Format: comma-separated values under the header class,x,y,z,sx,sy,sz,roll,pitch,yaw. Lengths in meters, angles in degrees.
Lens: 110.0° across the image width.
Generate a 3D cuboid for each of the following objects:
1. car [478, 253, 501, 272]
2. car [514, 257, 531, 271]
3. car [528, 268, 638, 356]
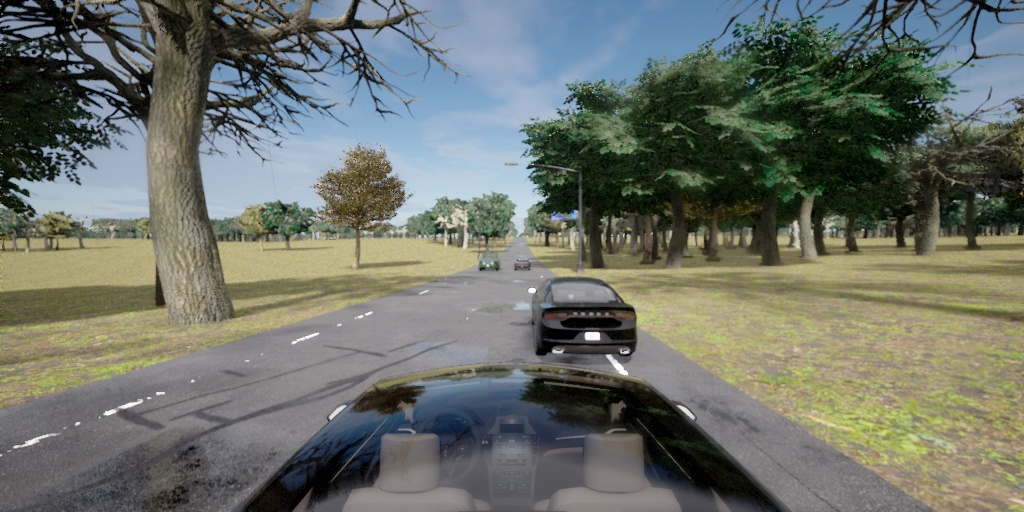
class,x,y,z,sx,sy,sz,roll,pitch,yaw
car,-2.482,0.646,40.766,2.150,2.045,5.566,0,1,2
car,1.252,0.883,42.400,2.128,1.511,4.902,0,1,2
car,1.451,1.221,8.629,1.882,1.535,5.008,0,0,2
